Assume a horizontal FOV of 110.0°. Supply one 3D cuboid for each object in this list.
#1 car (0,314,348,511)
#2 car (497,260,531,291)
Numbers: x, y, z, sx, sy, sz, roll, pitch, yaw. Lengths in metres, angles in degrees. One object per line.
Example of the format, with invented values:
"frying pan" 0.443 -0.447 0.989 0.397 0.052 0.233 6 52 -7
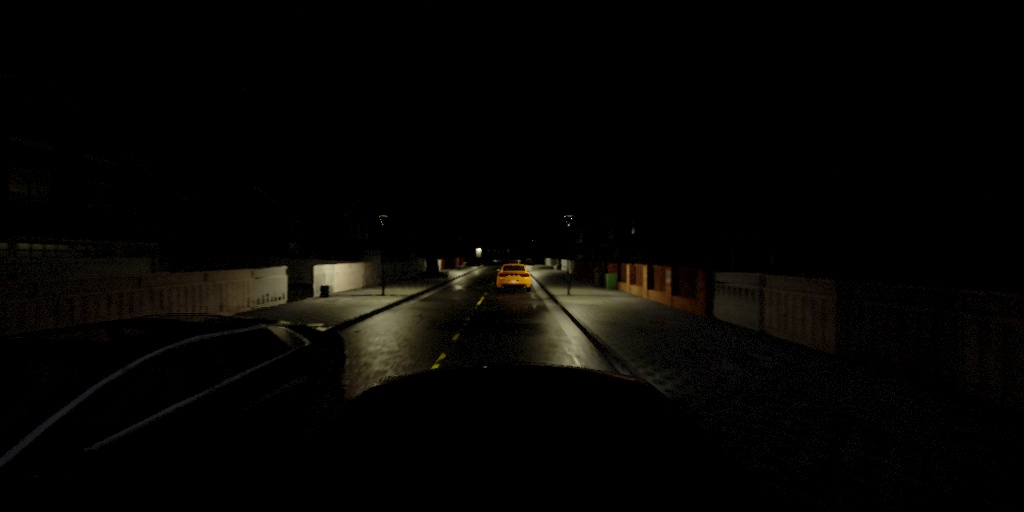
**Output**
"car" -2.837 1.242 2.269 2.128 1.511 4.902 0 0 0
"car" 0.096 1.196 21.405 1.882 1.535 5.008 0 0 0
